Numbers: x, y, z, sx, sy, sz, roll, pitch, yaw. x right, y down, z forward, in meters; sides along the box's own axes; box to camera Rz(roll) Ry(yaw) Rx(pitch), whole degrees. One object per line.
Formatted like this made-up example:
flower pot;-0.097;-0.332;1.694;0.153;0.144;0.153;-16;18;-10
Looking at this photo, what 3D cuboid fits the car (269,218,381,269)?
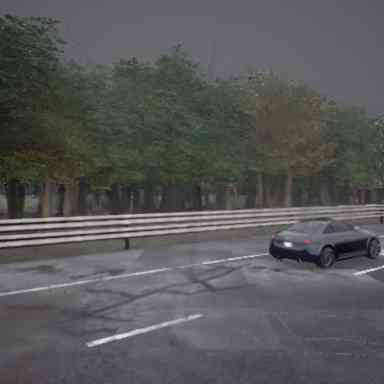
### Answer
car;4.590;1.585;11.359;4.181;1.385;1.994;0;0;-35
